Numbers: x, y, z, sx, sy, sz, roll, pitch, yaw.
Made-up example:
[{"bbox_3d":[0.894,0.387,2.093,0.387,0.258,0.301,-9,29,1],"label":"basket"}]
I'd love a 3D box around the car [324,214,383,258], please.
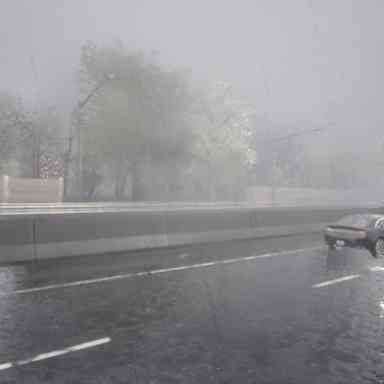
[{"bbox_3d":[7.339,1.639,13.381,4.902,1.511,2.128,1,0,-35],"label":"car"}]
